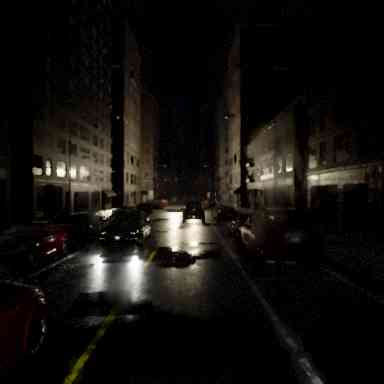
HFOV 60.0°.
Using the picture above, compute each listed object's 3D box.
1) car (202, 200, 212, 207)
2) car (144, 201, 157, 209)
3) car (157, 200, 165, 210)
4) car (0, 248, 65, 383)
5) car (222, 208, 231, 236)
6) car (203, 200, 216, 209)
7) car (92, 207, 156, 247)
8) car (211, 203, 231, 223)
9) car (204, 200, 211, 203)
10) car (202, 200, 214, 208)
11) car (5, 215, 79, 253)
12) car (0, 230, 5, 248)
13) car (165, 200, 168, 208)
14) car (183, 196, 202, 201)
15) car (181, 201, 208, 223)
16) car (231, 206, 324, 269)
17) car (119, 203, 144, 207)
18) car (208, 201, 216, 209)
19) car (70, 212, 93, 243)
[{"bbox_3d":[2.954,2.241,66.889,1.802,1.307,4.206,-1,-1,0],"label":"car"},{"bbox_3d":[-5.614,1.956,39.246,1.947,1.339,4.313,-1,-1,0],"label":"car"},{"bbox_3d":[-5.597,2.043,50.308,1.887,1.381,4.507,-1,-1,0],"label":"car"},{"bbox_3d":[-3.073,1.597,3.214,1.994,1.385,4.181,0,-1,0],"label":"car"},{"bbox_3d":[2.877,1.737,17.128,1.947,1.339,4.313,-1,-1,0],"label":"car"},{"bbox_3d":[2.937,2.103,55.832,2.008,1.369,4.403,-1,-1,0],"label":"car"},{"bbox_3d":[-3.053,1.666,16.070,1.837,1.490,4.892,0,-1,0],"label":"car"},{"bbox_3d":[2.894,1.847,28.186,1.947,1.339,4.313,-1,-1,0],"label":"car"},{"bbox_3d":[2.928,2.043,50.303,1.887,1.381,4.507,-1,-1,0],"label":"car"},{"bbox_3d":[2.946,2.172,61.360,1.947,1.339,4.313,-1,-1,0],"label":"car"},{"bbox_3d":[-5.657,1.698,11.594,1.802,1.307,4.206,-1,-1,0],"label":"car"},{"bbox_3d":[-5.666,1.627,6.064,1.947,1.339,4.313,-1,-1,0],"label":"car"},{"bbox_3d":[-5.588,2.103,55.838,2.008,1.369,4.403,-1,-1,0],"label":"car"},{"bbox_3d":[0.168,1.798,44.961,2.097,1.767,4.553,0,-1,0],"label":"car"},{"bbox_3d":[0.144,1.789,28.679,1.837,1.490,4.892,0,-1,0],"label":"car"},{"bbox_3d":[2.866,1.431,11.602,2.192,1.841,5.009,-1,-1,0],"label":"car"},{"bbox_3d":[-5.631,1.832,28.186,2.008,1.369,4.403,-1,-1,0],"label":"car"},{"bbox_3d":[2.902,1.863,33.885,1.752,1.417,4.829,-1,-1,0],"label":"car"},{"bbox_3d":[-5.649,1.737,17.125,1.947,1.339,4.313,-1,-1,0],"label":"car"}]
